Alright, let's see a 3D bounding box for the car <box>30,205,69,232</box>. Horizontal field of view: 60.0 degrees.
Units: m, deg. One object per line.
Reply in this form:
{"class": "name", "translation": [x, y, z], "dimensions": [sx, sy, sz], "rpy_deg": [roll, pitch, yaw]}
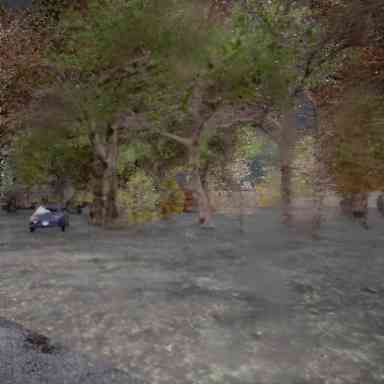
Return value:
{"class": "car", "translation": [-8.514, 1.491, 20.029], "dimensions": [1.812, 1.442, 4.674], "rpy_deg": [0, 0, -17]}
